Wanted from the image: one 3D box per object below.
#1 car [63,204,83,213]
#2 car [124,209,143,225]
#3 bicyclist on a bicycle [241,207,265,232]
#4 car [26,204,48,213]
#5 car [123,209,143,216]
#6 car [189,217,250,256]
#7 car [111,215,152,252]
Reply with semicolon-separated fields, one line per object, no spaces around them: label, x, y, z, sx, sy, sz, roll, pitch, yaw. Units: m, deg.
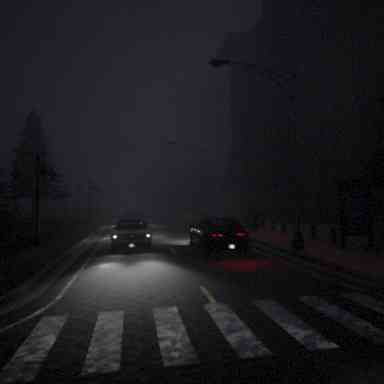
car;-26.716;3.823;73.331;3.633;1.501;1.845;-1;-2;-10
car;-6.228;2.569;35.546;1.812;1.442;4.674;-1;-2;-9
bicyclist on a bicycle;3.827;1.768;21.108;1.656;1.620;0.582;-1;-1;-10
car;-34.532;4.035;75.007;3.806;1.475;1.970;-1;-2;-10
car;-4.587;2.239;25.915;1.882;1.535;5.008;-1;-2;-10
car;1.088;1.868;14.945;1.837;1.490;4.892;-1;-2;-10
car;-3.013;2.094;16.757;1.895;1.301;4.718;-1;-2;-10
